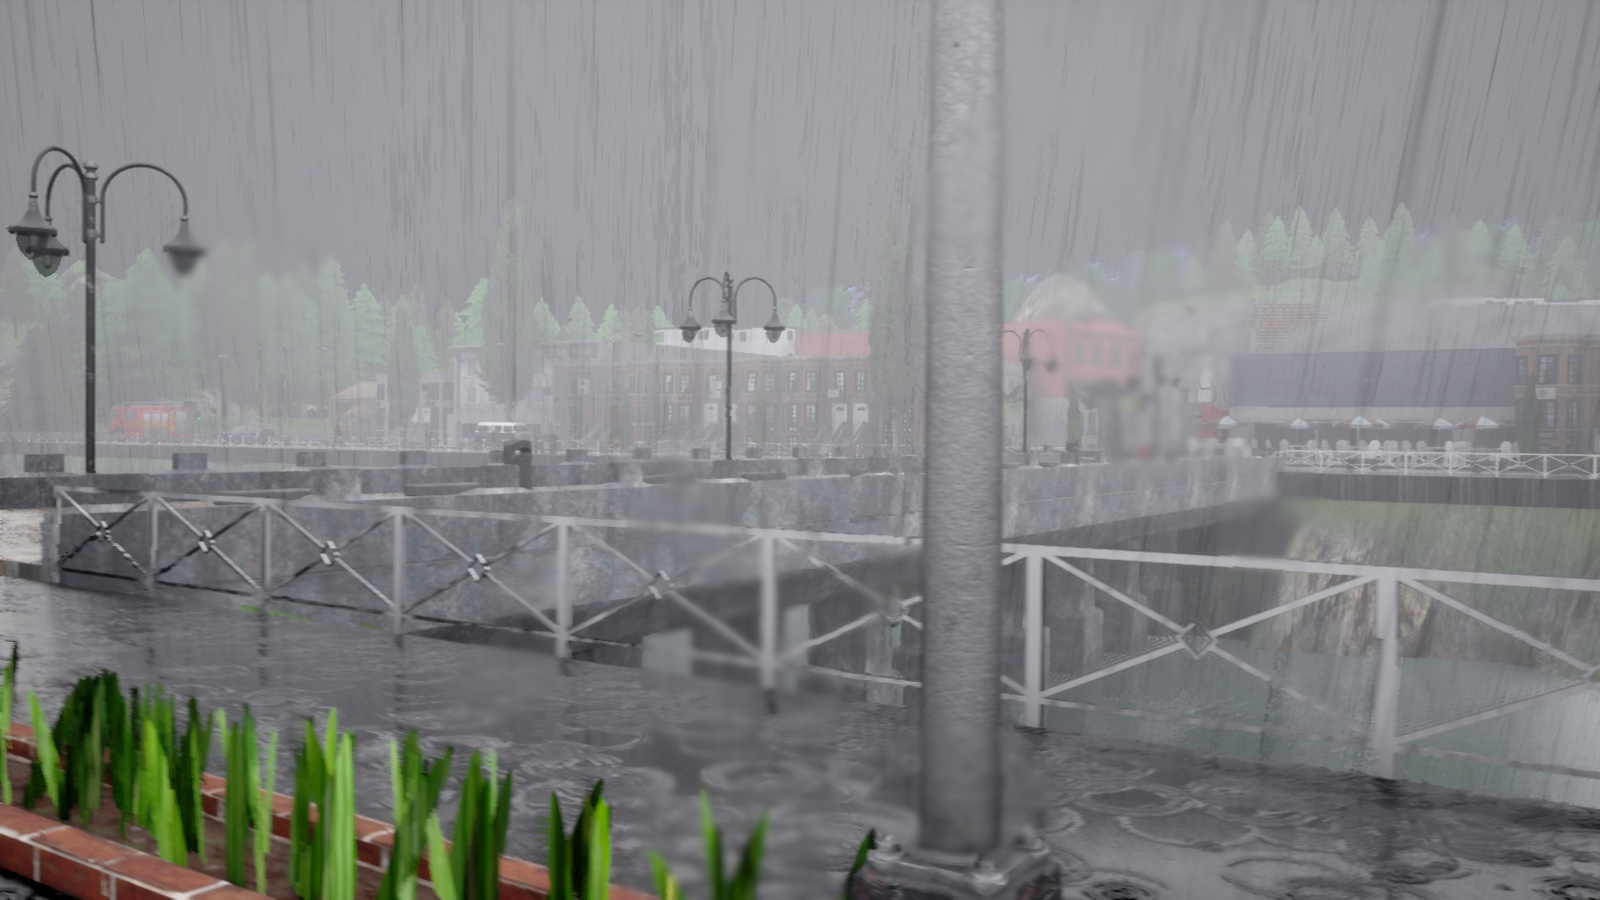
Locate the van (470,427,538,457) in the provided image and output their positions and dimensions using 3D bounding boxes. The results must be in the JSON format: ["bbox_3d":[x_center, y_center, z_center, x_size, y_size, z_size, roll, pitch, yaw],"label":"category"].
[{"bbox_3d":[-20.540,-0.548,87.090,4.480,2.038,2.069,0,1,34],"label":"van"}]
